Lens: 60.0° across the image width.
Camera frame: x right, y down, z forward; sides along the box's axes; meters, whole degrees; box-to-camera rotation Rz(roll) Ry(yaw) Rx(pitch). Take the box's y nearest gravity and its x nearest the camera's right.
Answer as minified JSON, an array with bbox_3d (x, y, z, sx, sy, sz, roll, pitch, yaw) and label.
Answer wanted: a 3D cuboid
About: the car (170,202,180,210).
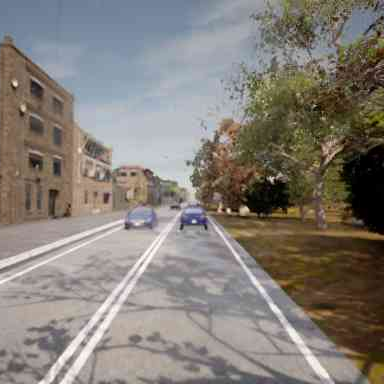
[{"bbox_3d":[-3.055,2.585,62.752,2.033,1.411,5.357,0,-1,1],"label":"car"}]

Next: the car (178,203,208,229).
[{"bbox_3d":[0.129,1.730,23.364,1.812,1.442,4.674,0,-1,0],"label":"car"}]

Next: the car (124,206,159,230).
[{"bbox_3d":[-3.317,1.719,22.521,1.812,1.442,4.674,0,-1,0],"label":"car"}]
